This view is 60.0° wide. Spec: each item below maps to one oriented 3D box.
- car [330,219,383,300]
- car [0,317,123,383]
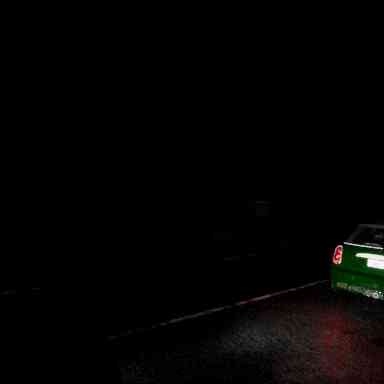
[{"bbox_3d":[5.140,1.352,7.404,4.553,1.767,2.097,0,0,-35],"label":"car"},{"bbox_3d":[-2.774,1.492,1.771,4.902,1.511,2.128,0,0,-36],"label":"car"}]
